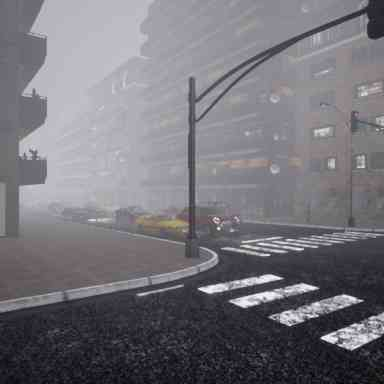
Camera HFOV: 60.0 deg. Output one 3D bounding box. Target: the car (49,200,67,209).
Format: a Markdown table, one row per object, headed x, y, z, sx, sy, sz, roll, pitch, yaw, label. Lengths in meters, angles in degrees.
| x | y | z | sx | sy | sz | roll | pitch | yaw | label |
| --- | --- | --- | --- | --- | --- | --- | --- | --- | --- |
| -28.574 | 2.623 | 70.833 | 2.192 | 1.841 | 5.009 | -1 | 0 | -36 | car |

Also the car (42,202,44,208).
| x | y | z | sx | sy | sz | roll | pitch | yaw | label |
| --- | --- | --- | --- | --- | --- | --- | --- | --- | --- |
| -31.904 | 2.973 | 75.409 | 1.947 | 1.339 | 4.313 | -1 | 0 | -36 | car |

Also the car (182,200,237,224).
| x | y | z | sx | sy | sz | roll | pitch | yaw | label |
| --- | --- | --- | --- | --- | --- | --- | --- | --- | --- |
| 1.450 | 1.713 | 29.643 | 2.192 | 1.841 | 5.009 | -1 | 0 | -36 | car |

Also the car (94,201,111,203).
| x | y | z | sx | sy | sz | roll | pitch | yaw | label |
| --- | --- | --- | --- | --- | --- | --- | --- | --- | --- |
| -12.433 | 2.290 | 49.555 | 1.801 | 1.575 | 5.366 | 0 | -1 | -36 | car |

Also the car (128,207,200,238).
| x | y | z | sx | sy | sz | roll | pitch | yaw | label |
| --- | --- | --- | --- | --- | --- | --- | --- | --- | --- |
| -1.817 | 1.833 | 19.961 | 1.752 | 1.417 | 4.829 | -1 | 0 | -36 | car |

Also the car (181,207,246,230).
| x | y | z | sx | sy | sz | roll | pitch | yaw | label |
| --- | --- | --- | --- | --- | --- | --- | --- | --- | --- |
| 1.466 | 1.884 | 25.158 | 2.033 | 1.411 | 5.357 | 0 | -1 | -34 | car |

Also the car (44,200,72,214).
| x | y | z | sx | sy | sz | roll | pitch | yaw | label |
| --- | --- | --- | --- | --- | --- | --- | --- | --- | --- |
| -20.048 | 2.200 | 49.561 | 2.097 | 1.767 | 4.553 | 0 | -1 | -36 | car |

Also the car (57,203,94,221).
| x | y | z | sx | sy | sz | roll | pitch | yaw | label |
| --- | --- | --- | --- | --- | --- | --- | --- | --- | --- |
| -11.925 | 2.163 | 33.829 | 1.887 | 1.381 | 4.507 | -1 | 0 | -36 | car |

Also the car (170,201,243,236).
| x | y | z | sx | sy | sz | roll | pitch | yaw | label |
| --- | --- | --- | --- | --- | --- | --- | --- | --- | --- |
| 0.927 | 1.634 | 20.606 | 2.097 | 1.767 | 4.553 | 0 | -1 | -36 | car |

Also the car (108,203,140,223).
| x | y | z | sx | sy | sz | roll | pitch | yaw | label |
| --- | --- | --- | --- | --- | --- | --- | --- | --- | --- |
| -5.117 | 1.961 | 28.907 | 2.128 | 1.511 | 4.902 | 0 | -1 | -36 | car |

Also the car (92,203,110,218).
| x | y | z | sx | sy | sz | roll | pitch | yaw | label |
| --- | --- | --- | --- | --- | --- | --- | --- | --- | --- |
| -11.000 | 2.213 | 36.994 | 1.994 | 1.385 | 4.181 | 0 | -1 | -36 | car |

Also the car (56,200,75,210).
| x | y | z | sx | sy | sz | roll | pitch | yaw | label |
| --- | --- | --- | --- | --- | --- | --- | --- | --- | --- |
| -25.238 | 2.524 | 66.255 | 2.192 | 1.841 | 5.009 | -1 | 0 | -36 | car |

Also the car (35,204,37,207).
| x | y | z | sx | sy | sz | roll | pitch | yaw | label |
| --- | --- | --- | --- | --- | --- | --- | --- | --- | --- |
| -38.572 | 3.168 | 84.565 | 1.947 | 1.339 | 4.313 | -1 | 0 | -36 | car |

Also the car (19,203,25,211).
| x | y | z | sx | sy | sz | roll | pitch | yaw | label |
| --- | --- | --- | --- | --- | --- | --- | --- | --- | --- |
| -31.942 | 2.770 | 61.290 | 1.887 | 1.381 | 4.507 | -1 | 0 | -36 | car |

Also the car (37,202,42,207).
| x | y | z | sx | sy | sz | roll | pitch | yaw | label |
| --- | --- | --- | --- | --- | --- | --- | --- | --- | --- |
| -35.241 | 3.049 | 79.986 | 1.887 | 1.381 | 4.507 | -1 | 0 | -36 | car |
